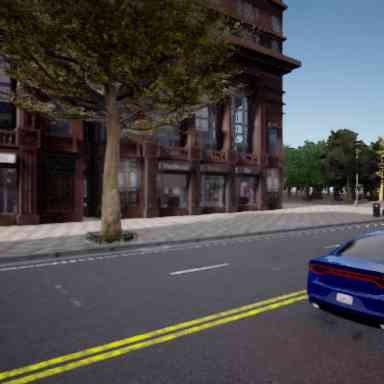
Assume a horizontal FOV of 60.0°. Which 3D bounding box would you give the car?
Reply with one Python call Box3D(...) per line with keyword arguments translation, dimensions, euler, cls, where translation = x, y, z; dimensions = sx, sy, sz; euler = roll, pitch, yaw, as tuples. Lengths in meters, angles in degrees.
Box3D(translation=(4.357, 1.478, 6.546), dimensions=(5.008, 1.535, 1.882), euler=(0, 0, -35), cls="car")
